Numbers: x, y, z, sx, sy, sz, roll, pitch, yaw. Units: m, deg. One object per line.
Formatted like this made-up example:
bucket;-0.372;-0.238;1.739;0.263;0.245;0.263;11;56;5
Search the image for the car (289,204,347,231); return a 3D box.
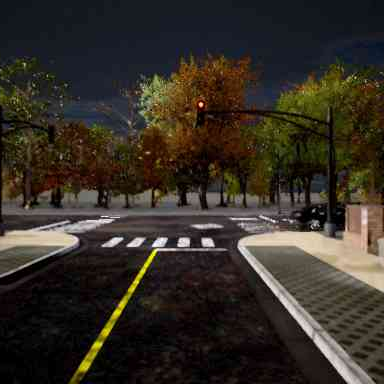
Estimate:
car;8.389;1.518;20.067;4.892;1.490;1.837;0;-2;-3
